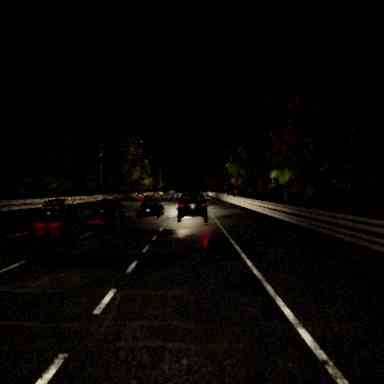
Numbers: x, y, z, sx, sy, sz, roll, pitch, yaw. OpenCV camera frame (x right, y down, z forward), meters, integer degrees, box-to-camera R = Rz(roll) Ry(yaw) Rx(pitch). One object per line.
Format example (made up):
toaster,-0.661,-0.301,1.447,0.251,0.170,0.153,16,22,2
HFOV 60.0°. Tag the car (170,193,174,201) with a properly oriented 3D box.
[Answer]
car,-3.254,0.912,66.981,2.097,1.767,4.553,0,0,0

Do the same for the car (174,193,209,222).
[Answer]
car,0.062,1.056,24.781,2.150,2.045,5.566,0,1,1

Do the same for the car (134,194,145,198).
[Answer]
car,-10.260,1.129,66.188,1.994,1.385,4.181,0,0,0

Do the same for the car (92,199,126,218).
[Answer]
car,-6.917,1.290,28.010,1.882,1.535,5.008,0,1,0

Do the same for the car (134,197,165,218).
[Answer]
car,-3.419,1.377,28.019,1.994,1.385,4.181,0,0,0

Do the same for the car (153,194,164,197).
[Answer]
car,-6.754,1.109,66.793,2.033,1.411,5.357,0,0,1

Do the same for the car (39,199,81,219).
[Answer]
car,-10.426,1.315,26.643,2.128,1.511,4.902,0,1,0

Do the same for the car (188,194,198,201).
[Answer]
car,0.240,1.105,67.162,2.033,1.411,5.357,0,0,1
